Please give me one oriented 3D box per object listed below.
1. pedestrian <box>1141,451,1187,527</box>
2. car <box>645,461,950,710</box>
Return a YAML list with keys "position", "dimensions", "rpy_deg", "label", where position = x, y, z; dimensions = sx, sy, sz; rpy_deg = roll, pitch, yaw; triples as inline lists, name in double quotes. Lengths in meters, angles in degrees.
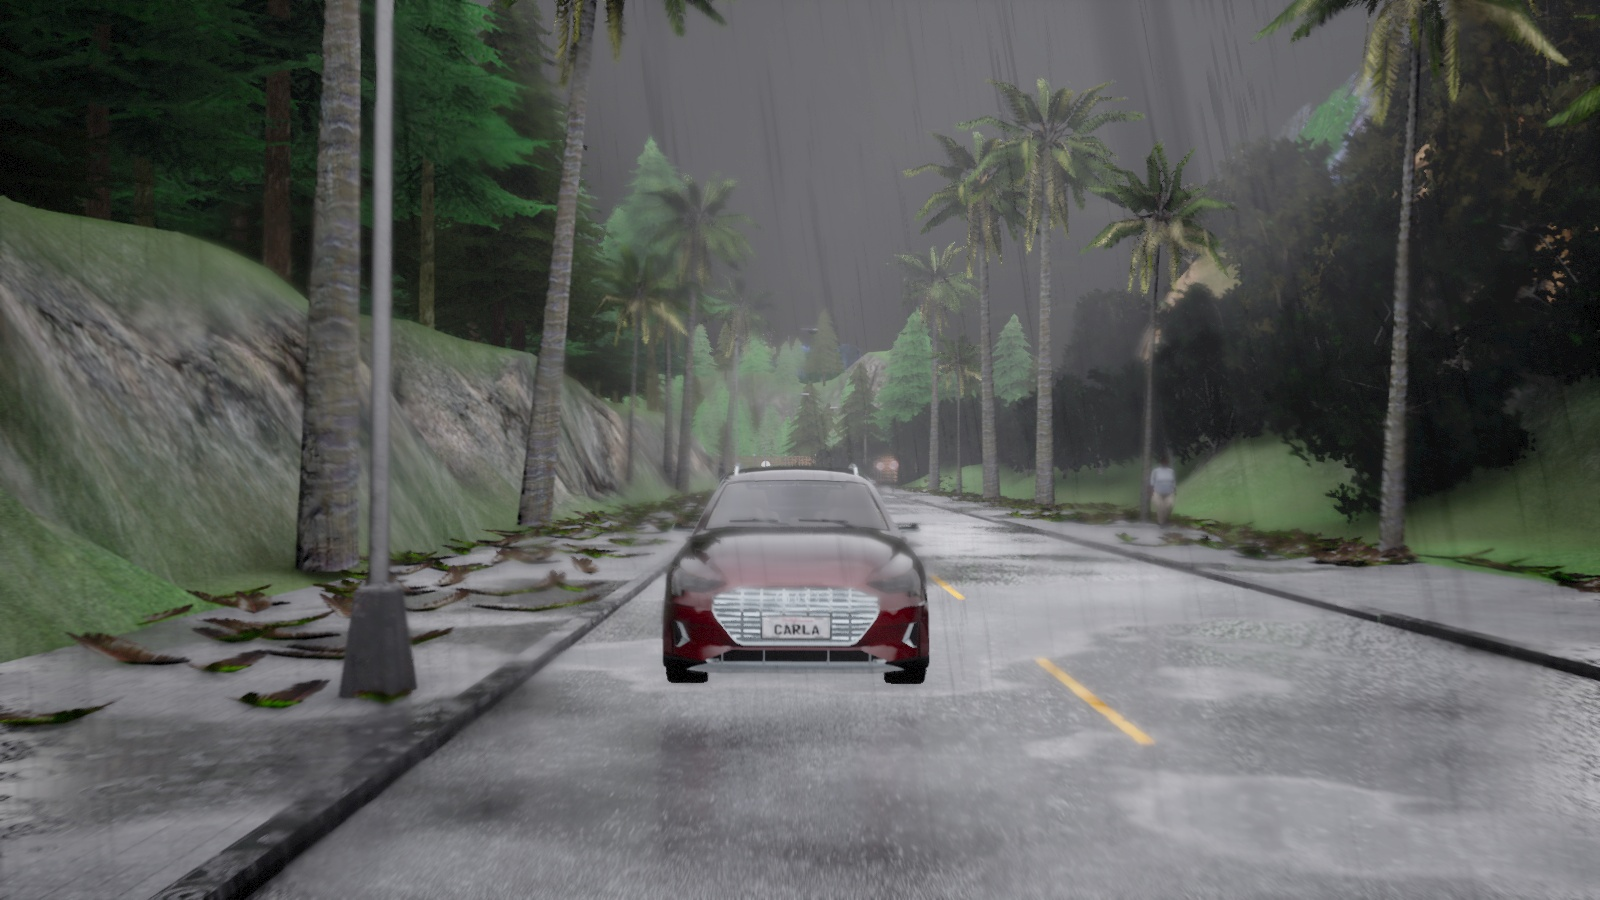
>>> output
- position: [9.024, 0.959, 31.171]
  dimensions: [0.874, 1.855, 0.900]
  rpy_deg: [0, -1, 0]
  label: "pedestrian"
- position: [-0.023, 0.924, 10.834]
  dimensions: [2.033, 1.649, 4.856]
  rpy_deg: [0, 0, 0]
  label: "car"
